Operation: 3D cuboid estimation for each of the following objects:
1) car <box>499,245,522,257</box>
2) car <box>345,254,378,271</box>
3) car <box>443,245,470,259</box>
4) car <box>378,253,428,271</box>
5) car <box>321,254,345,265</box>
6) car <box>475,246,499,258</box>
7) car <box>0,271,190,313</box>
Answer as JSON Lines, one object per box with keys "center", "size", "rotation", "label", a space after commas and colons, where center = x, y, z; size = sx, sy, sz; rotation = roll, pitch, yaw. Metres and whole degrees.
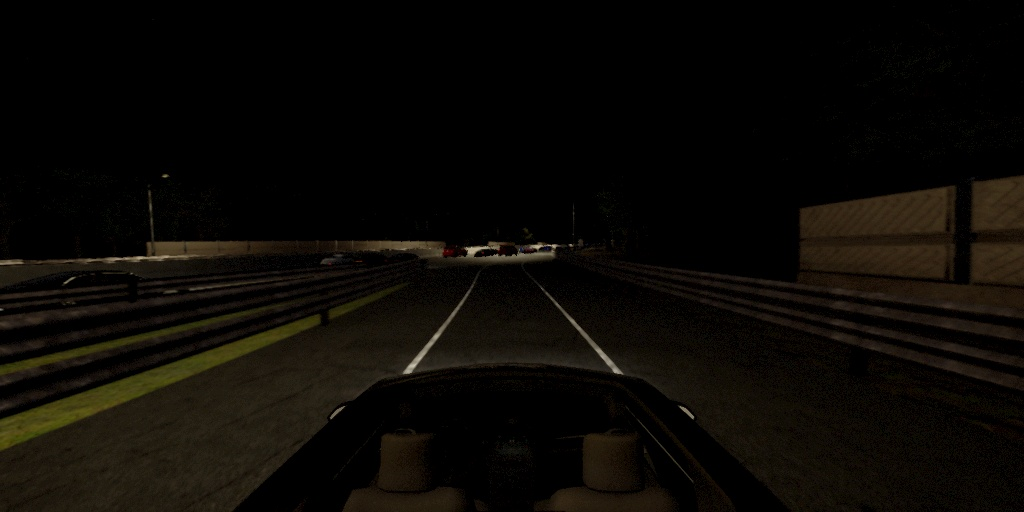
{"center": [-0.606, -0.907, 61.169], "size": [2.150, 2.045, 5.566], "rotation": [0, 2, 17], "label": "car"}
{"center": [-12.794, 0.520, 33.456], "size": [1.837, 1.490, 4.892], "rotation": [0, 2, 17], "label": "car"}
{"center": [-9.061, -0.684, 57.495], "size": [2.150, 2.045, 5.566], "rotation": [0, 2, 17], "label": "car"}
{"center": [-9.446, 0.497, 32.434], "size": [1.882, 1.535, 5.008], "rotation": [0, 2, 17], "label": "car"}
{"center": [-16.141, 0.541, 34.482], "size": [1.812, 1.442, 4.674], "rotation": [0, 2, 17], "label": "car"}
{"center": [-4.552, -0.505, 60.251], "size": [2.033, 1.411, 5.357], "rotation": [0, 2, 17], "label": "car"}
{"center": [-15.262, 1.291, 13.527], "size": [1.837, 1.490, 4.892], "rotation": [0, 2, 17], "label": "car"}
